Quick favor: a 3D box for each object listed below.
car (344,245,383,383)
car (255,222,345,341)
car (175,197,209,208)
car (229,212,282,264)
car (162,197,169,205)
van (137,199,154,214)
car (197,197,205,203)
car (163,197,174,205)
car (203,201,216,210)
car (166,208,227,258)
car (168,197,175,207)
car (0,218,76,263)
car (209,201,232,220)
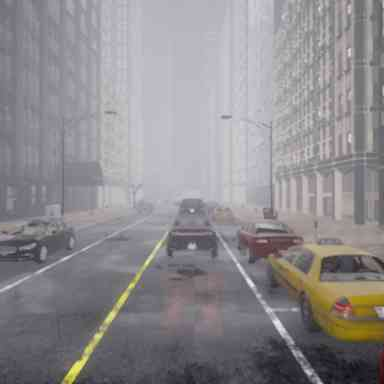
[{"bbox_3d":[2.685,1.326,0.888,2.192,1.841,5.009,0,-1,0],"label":"car"},{"bbox_3d":[2.687,1.597,6.753,1.752,1.417,4.829,0,-1,0],"label":"car"},{"bbox_3d":[0.014,1.507,27.574,2.150,2.045,5.566,0,0,0],"label":"car"},{"bbox_3d":[2.688,1.674,12.281,1.887,1.381,4.507,0,-1,0],"label":"car"},{"bbox_3d":[-5.678,2.267,74.965,1.887,1.381,4.507,0,0,0],"label":"car"},{"bbox_3d":[-5.687,1.751,40.780,1.690,1.788,3.998,0,-1,0],"label":"van"},{"bbox_3d":[2.407,2.223,92.259,2.097,1.767,4.553,0,0,0],"label":"car"},{"bbox_3d":[-5.677,2.087,80.666,2.192,1.841,5.009,0,0,0],"label":"car"},{"bbox_3d":[2.698,2.083,52.168,1.947,1.339,4.313,0,-1,0],"label":"car"},{"bbox_3d":[0.019,1.634,13.486,2.128,1.511,4.902,0,0,0],"label":"car"},{"bbox_3d":[-3.003,2.179,64.737,2.033,1.411,5.357,0,-1,1],"label":"car"},{"bbox_3d":[-5.692,1.680,12.285,2.008,1.369,4.403,0,-1,0],"label":"car"},{"bbox_3d":[2.693,1.827,29.546,1.752,1.417,4.829,0,-1,0],"label":"car"}]
